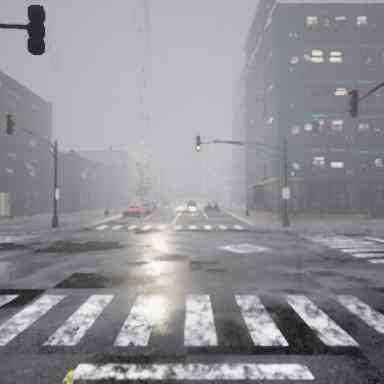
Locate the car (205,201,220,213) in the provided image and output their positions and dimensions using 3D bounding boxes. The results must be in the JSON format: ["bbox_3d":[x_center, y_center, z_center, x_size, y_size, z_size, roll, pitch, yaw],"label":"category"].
[{"bbox_3d":[2.698,1.894,44.874,1.967,1.590,4.097,1,-1,0],"label":"car"}]

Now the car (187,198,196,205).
[{"bbox_3d":[-0.013,2.035,71.540,1.882,1.535,5.008,0,-1,0],"label":"car"}]

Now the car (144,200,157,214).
[{"bbox_3d":[-5.683,1.942,39.124,1.887,1.381,4.507,1,-1,0],"label":"car"}]

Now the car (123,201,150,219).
[{"bbox_3d":[-5.758,1.885,33.442,1.887,1.381,4.507,1,-1,0],"label":"car"}]

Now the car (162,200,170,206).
[{"bbox_3d":[-5.690,2.325,73.242,1.802,1.307,4.206,1,-1,0],"label":"car"}]

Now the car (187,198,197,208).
[{"bbox_3d":[-0.011,2.123,61.112,1.837,1.490,4.892,0,-1,0],"label":"car"}]
